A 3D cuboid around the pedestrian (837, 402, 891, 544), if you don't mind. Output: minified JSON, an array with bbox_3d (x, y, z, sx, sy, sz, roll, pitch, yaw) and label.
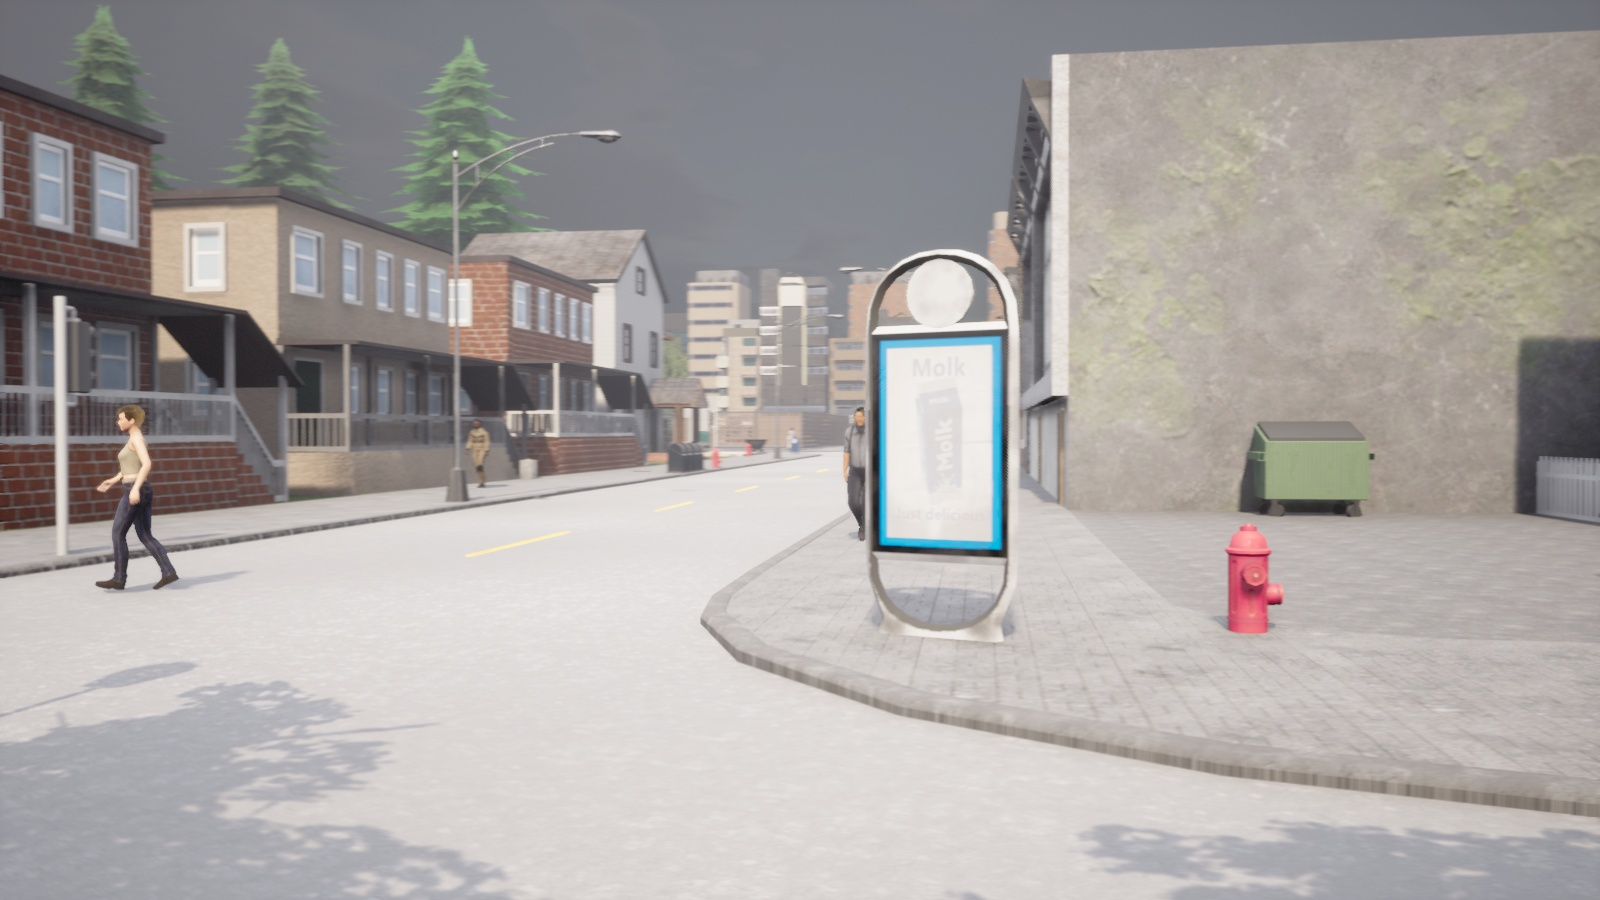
[{"bbox_3d":[0.859,0.298,16.781,0.540,1.848,0.694,1,1,20],"label":"pedestrian"}]

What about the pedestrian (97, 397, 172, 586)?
[{"bbox_3d":[-6.590,0.400,12.454,0.594,1.836,0.345,0,1,-16],"label":"pedestrian"}]

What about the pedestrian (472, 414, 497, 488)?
[{"bbox_3d":[-8.300,0.013,33.010,0.396,1.930,0.692,0,1,8],"label":"pedestrian"}]
